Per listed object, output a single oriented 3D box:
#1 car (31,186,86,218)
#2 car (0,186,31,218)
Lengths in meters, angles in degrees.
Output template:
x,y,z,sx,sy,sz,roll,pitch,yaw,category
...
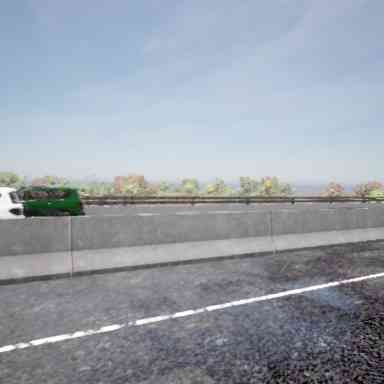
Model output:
x,y,z,sx,sy,sz,roll,pitch,yaw,category
-7.862,0.735,15.567,5.566,2.045,2.150,0,1,-30,car
-8.645,0.811,11.095,5.566,2.045,2.150,0,1,-30,car
